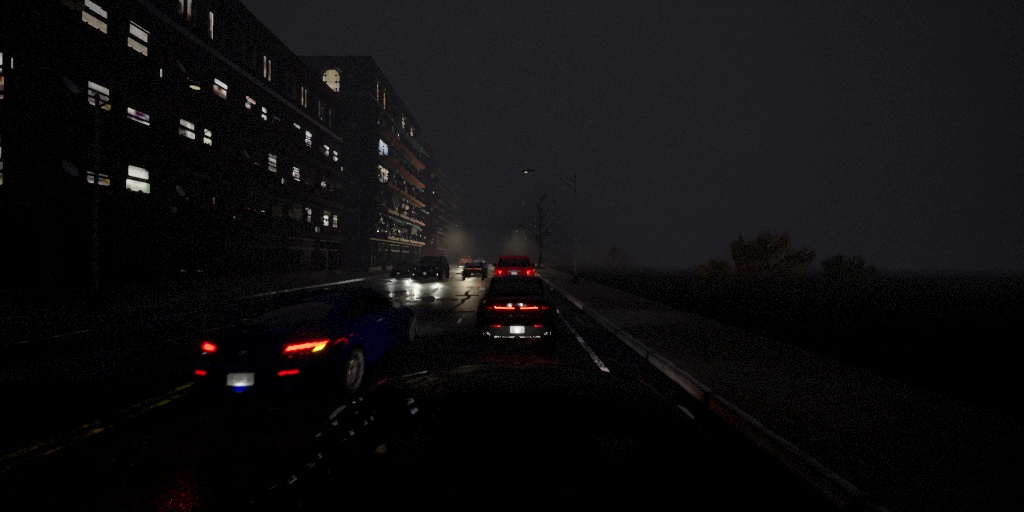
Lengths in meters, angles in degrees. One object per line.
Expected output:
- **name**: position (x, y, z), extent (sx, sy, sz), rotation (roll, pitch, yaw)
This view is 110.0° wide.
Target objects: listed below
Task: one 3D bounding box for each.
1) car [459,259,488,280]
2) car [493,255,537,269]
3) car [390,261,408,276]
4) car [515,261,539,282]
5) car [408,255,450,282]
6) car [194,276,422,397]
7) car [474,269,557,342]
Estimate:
- **car**: position (-3.124, 1.245, 30.839), extent (2.128, 1.511, 4.902), rotation (0, 0, 0)
- **car**: position (0.116, 0.974, 20.095), extent (2.150, 2.045, 5.566), rotation (0, 0, 0)
- **car**: position (-9.823, 1.258, 33.409), extent (1.837, 1.490, 4.892), rotation (0, 0, 0)
- **car**: position (1.164, 1.209, 30.503), extent (1.801, 1.575, 5.366), rotation (0, 0, 0)
- **car**: position (-6.574, 0.975, 29.771), extent (2.150, 2.045, 5.566), rotation (0, 0, 0)
- **car**: position (-3.145, 1.277, 6.463), extent (1.812, 1.442, 4.674), rotation (0, 0, 0)
- **car**: position (0.109, 1.256, 9.748), extent (1.837, 1.490, 4.892), rotation (0, 0, 0)
